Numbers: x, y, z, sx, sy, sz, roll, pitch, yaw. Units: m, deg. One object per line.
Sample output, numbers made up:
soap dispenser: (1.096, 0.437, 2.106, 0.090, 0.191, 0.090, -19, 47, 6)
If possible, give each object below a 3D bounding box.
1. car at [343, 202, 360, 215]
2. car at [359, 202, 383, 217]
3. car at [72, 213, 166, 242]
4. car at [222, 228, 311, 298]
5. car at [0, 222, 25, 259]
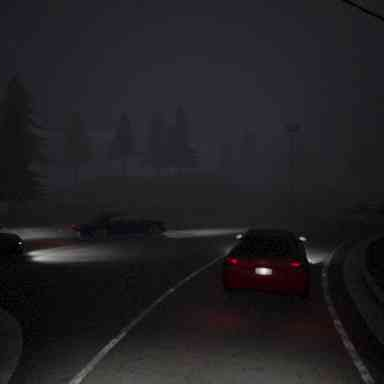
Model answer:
car: (20.812, 2.019, 41.418, 4.902, 1.511, 2.128, 1, -1, -32)
car: (21.813, 1.980, 37.914, 4.902, 1.511, 2.128, 1, -1, -32)
car: (-3.769, 1.791, 17.711, 4.718, 1.301, 1.895, 1, -1, -32)
car: (2.091, 1.673, 8.976, 1.994, 1.385, 4.181, 0, -1, 16)
car: (-8.401, 1.646, 10.669, 5.357, 1.411, 2.033, 1, -1, -32)
